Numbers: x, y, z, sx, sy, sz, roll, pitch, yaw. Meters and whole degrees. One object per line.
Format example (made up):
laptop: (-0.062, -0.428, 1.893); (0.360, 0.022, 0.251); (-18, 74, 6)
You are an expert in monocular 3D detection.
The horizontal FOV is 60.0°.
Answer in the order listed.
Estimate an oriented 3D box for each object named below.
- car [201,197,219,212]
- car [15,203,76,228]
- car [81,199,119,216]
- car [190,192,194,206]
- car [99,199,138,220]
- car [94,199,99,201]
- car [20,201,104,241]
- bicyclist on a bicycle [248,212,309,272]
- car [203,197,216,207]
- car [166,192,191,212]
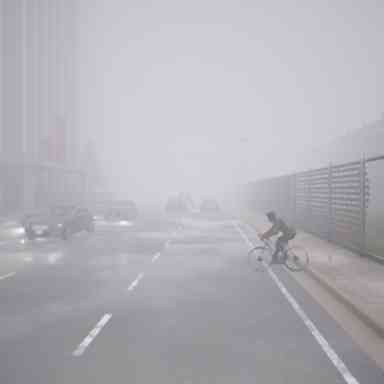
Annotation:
car: (1.963, 1.418, 36.347); (1.994, 1.385, 4.181); (0, 0, 3)
car: (-9.493, 1.469, 22.016); (1.994, 1.385, 4.181); (0, 0, 3)
car: (-8.884, 1.410, 32.630); (2.033, 1.411, 5.357); (0, 0, 4)
car: (-0.887, 1.023, 48.792); (2.150, 2.045, 5.566); (0, 0, 3)
car: (-5.700, 1.392, 27.160); (1.837, 1.490, 4.892); (0, 0, 3)
car: (-9.093, 1.448, 27.681); (1.994, 1.385, 4.181); (0, 0, 3)
car: (-6.297, 1.422, 16.430); (2.128, 1.511, 4.902); (0, 0, 3)
bicyclist on a bicycle: (2.327, 1.362, 9.034); (1.656, 1.620, 0.582); (-1, 0, 3)
car: (2.653, 1.402, 49.363); (1.895, 1.301, 4.718); (0, 0, 4)
car: (-1.548, 1.204, 36.336); (2.097, 1.767, 4.553); (0, 0, 3)
